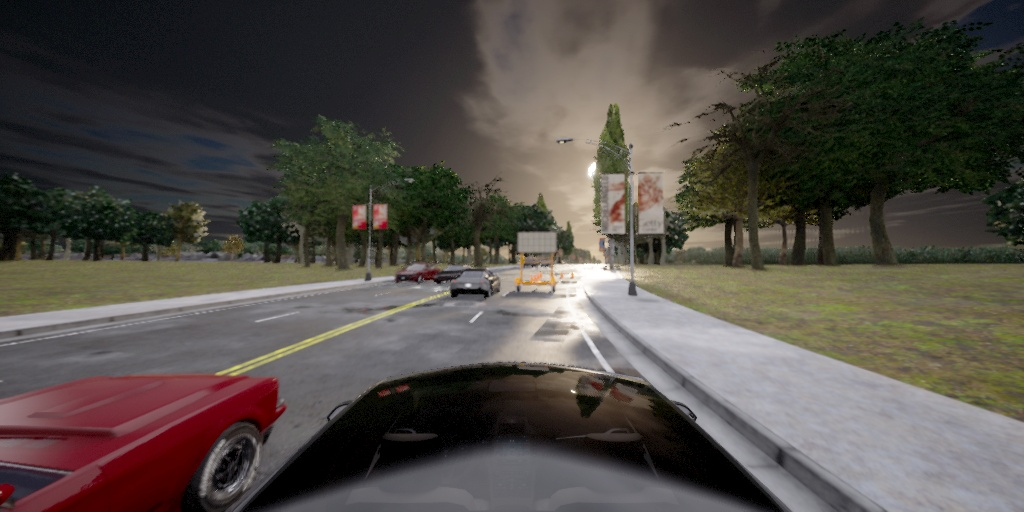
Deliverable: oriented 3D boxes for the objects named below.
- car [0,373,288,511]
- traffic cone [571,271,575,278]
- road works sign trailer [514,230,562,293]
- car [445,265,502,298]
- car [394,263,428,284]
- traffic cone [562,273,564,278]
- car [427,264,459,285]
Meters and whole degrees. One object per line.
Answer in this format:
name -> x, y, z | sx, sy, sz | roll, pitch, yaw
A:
car -> -3.089, 1.332, 1.308 | 1.895, 1.301, 4.718 | 0, 0, 0
traffic cone -> 5.694, 1.745, 33.615 | 0.340, 0.580, 0.340 | 0, 0, 12
road works sign trailer -> 1.502, 0.250, 21.201 | 2.380, 3.560, 2.880 | 0, 0, 12
car -> -1.798, 1.347, 18.854 | 1.994, 1.385, 4.181 | 0, 0, 8
car -> -7.135, 1.284, 27.520 | 1.882, 1.535, 5.008 | 0, 0, 11
traffic cone -> 4.716, 1.749, 33.816 | 0.340, 0.580, 0.340 | 0, 0, 12
car -> -4.039, 1.347, 26.655 | 2.033, 1.411, 5.357 | 0, 0, 11
